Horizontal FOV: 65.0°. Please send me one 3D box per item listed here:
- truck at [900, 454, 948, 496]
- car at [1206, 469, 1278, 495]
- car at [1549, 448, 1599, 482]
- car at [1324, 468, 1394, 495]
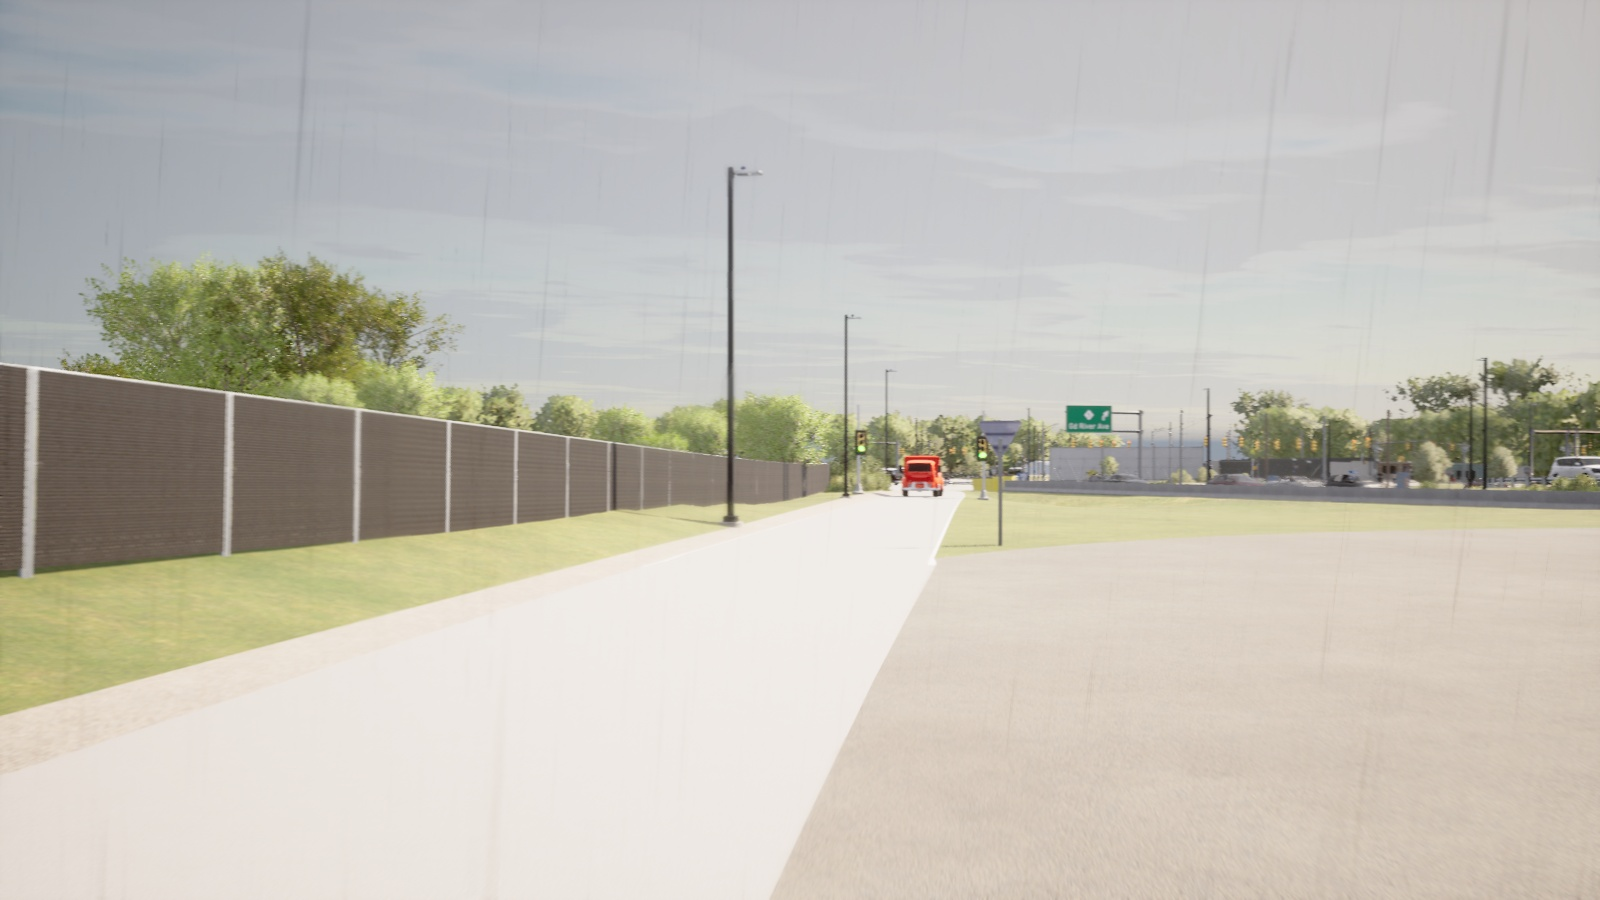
[{"bbox_3d":[7.542,1.528,76.175,2.627,2.467,5.204,0,-1,8],"label":"truck"},{"bbox_3d":[30.057,2.172,85.574,2.033,1.649,4.856,-1,-1,-19],"label":"car"},{"bbox_3d":[50.639,0.980,80.382,2.150,2.045,5.566,-1,-2,1],"label":"car"},{"bbox_3d":[35.604,1.987,80.048,1.851,1.617,3.988,-1,-1,-19],"label":"car"}]
